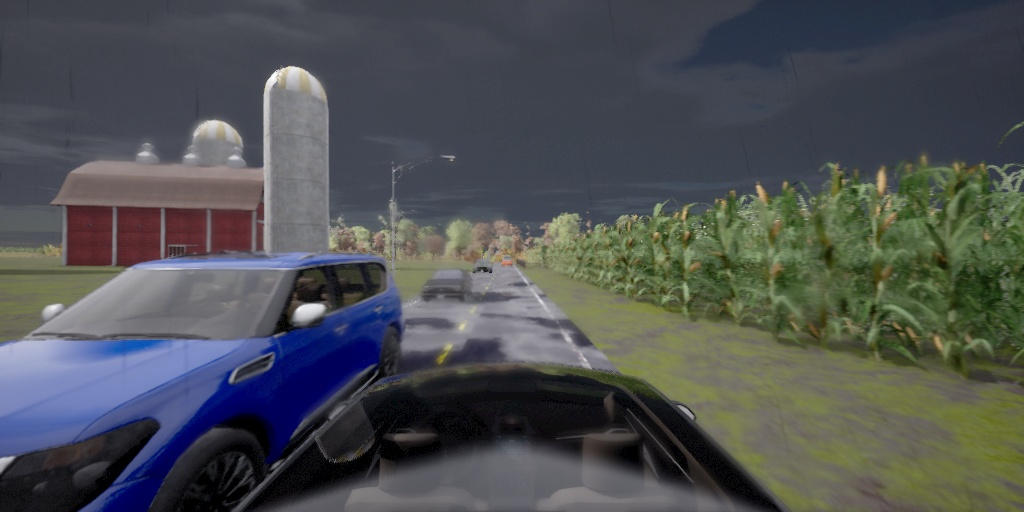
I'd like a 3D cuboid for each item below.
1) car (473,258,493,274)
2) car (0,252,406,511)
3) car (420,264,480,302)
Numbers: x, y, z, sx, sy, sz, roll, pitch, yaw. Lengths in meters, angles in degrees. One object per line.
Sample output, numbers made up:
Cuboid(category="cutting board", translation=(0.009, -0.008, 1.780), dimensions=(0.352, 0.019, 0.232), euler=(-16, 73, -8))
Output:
Cuboid(category="car", translation=(-3.214, 1.039, 40.171), dimensions=(2.097, 1.767, 4.553), euler=(0, 0, -1))
Cuboid(category="car", translation=(-2.863, 0.974, 3.936), dimensions=(2.150, 2.045, 5.566), euler=(0, 0, 0))
Cuboid(category="car", translation=(-2.942, 1.306, 17.431), dimensions=(2.033, 1.411, 5.357), euler=(0, 0, 0))
